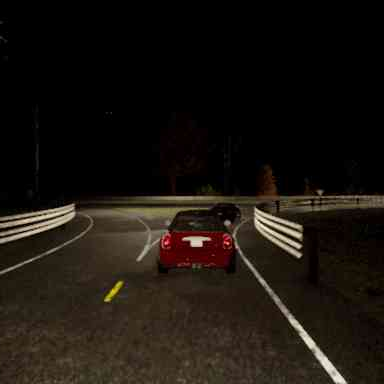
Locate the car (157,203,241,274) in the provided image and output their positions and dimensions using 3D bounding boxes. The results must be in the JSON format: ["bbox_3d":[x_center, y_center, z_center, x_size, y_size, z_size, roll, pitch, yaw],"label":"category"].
[{"bbox_3d":[0.187,1.329,10.636,2.097,1.767,4.553,0,0,2],"label":"car"}]
